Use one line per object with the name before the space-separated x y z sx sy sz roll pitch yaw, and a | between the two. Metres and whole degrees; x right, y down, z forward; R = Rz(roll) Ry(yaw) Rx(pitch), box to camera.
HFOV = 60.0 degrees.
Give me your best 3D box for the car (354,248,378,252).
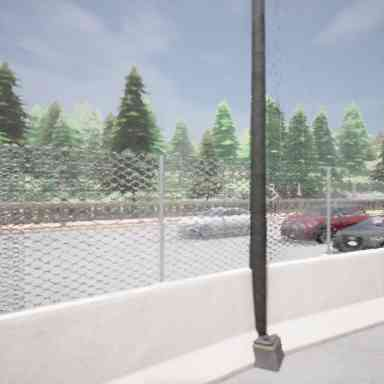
car | 7.194 1.548 12.157 4.181 1.385 1.994 0 0 -28
